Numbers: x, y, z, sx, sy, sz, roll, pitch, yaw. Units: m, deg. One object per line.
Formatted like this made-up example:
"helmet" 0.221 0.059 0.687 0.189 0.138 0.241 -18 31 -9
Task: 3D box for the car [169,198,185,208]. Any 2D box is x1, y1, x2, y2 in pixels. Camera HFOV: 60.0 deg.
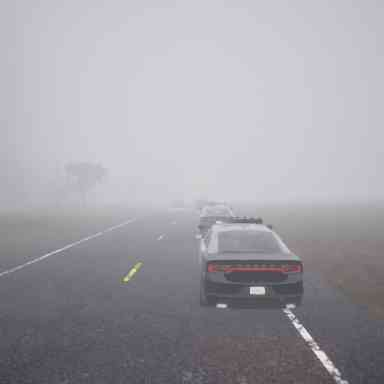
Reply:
"car" -2.011 1.557 46.426 1.994 1.385 4.181 0 0 3

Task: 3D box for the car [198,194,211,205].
"car" 2.342 1.335 60.020 2.097 1.767 4.553 0 0 4

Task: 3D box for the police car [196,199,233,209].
"police car" 1.310 1.426 18.050 1.930 1.638 5.238 0 0 1

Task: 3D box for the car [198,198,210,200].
"car" 1.486 1.456 24.107 1.801 1.575 5.366 0 0 2

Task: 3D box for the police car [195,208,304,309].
"police car" 1.117 1.425 8.085 1.930 1.638 5.238 0 0 1

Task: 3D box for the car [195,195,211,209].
"car" 1.450 1.498 45.940 1.837 1.490 4.892 0 0 4
